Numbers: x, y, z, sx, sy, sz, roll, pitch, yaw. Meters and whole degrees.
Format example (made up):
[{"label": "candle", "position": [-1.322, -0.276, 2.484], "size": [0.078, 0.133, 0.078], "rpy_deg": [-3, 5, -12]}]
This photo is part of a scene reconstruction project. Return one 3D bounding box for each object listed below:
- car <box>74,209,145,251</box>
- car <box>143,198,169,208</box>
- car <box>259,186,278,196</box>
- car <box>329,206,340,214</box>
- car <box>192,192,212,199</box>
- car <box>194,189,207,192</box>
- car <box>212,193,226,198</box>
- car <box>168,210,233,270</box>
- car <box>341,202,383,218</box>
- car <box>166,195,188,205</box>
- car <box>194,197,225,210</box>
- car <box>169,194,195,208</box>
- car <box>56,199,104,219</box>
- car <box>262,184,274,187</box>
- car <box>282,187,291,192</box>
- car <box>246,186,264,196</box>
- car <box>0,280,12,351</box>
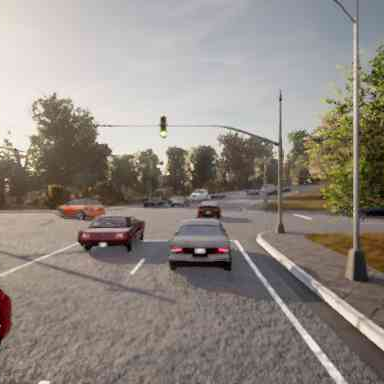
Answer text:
[{"label": "car", "position": [-3.191, 1.608, 14.189], "size": [1.895, 1.301, 4.718], "rpy_deg": [0, 0, 0]}, {"label": "car", "position": [-5.423, 1.579, 48.322], "size": [1.895, 1.301, 4.718], "rpy_deg": [0, 1, 16]}, {"label": "car", "position": [17.463, 0.068, 74.947], "size": [1.895, 1.301, 4.718], "rpy_deg": [0, 3, 33]}, {"label": "car", "position": [15.862, 1.573, 32.406], "size": [4.718, 1.301, 1.895], "rpy_deg": [-1, 0, 3]}, {"label": "car", "position": [1.417, 1.230, 58.040], "size": [1.812, 1.442, 4.674], "rpy_deg": [0, 2, 21]}, {"label": "car", "position": [1.494, 0.550, 67.338], "size": [2.150, 2.045, 5.566], "rpy_deg": [0, 3, 23]}, {"label": "car", "position": [5.317, 0.845, 67.290], "size": [1.895, 1.301, 4.718], "rpy_deg": [0, 3, 25]}, {"label": "car", "position": [0.296, 1.553, 11.000], "size": [2.033, 1.411, 5.357], "rpy_deg": [0, 0, 2]}, {"label": "car", "position": [15.949, 1.566, 28.896], "size": [4.718, 1.301, 1.895], "rpy_deg": [-1, 0, 3]}, {"label": "car", "position": [-2.513, 1.314, 57.508], "size": [2.033, 1.411, 5.357], "rpy_deg": [0, 2, 20]}, {"label": "car", "position": [1.625, 1.496, 29.240], "size": [1.882, 1.535, 5.008], "rpy_deg": [0, 0, 7]}, {"label": "car", "position": [-1.595, 1.500, 49.105], "size": [2.033, 1.411, 5.357], "rpy_deg": [0, 1, 15]}, {"label": "car", "position": [-9.503, 1.367, 28.158], "size": [4.553, 1.767, 2.097], "rpy_deg": [0, 0, 37]}, {"label": "car", "position": [19.568, -0.982, 84.358], "size": [2.150, 2.045, 5.566], "rpy_deg": [0, 3, 37]}, {"label": "car", "position": [23.186, -0.639, 83.367], "size": [1.895, 1.301, 4.718], "rpy_deg": [0, 3, 37]}, {"label": "car", "position": [13.918, 0.062, 75.855], "size": [2.128, 1.511, 4.902], "rpy_deg": [0, 3, 33]}, {"label": "car", "position": [-3.384, 1.223, 1.872], "size": [2.150, 2.045, 5.566], "rpy_deg": [0, 0, 0]}]
